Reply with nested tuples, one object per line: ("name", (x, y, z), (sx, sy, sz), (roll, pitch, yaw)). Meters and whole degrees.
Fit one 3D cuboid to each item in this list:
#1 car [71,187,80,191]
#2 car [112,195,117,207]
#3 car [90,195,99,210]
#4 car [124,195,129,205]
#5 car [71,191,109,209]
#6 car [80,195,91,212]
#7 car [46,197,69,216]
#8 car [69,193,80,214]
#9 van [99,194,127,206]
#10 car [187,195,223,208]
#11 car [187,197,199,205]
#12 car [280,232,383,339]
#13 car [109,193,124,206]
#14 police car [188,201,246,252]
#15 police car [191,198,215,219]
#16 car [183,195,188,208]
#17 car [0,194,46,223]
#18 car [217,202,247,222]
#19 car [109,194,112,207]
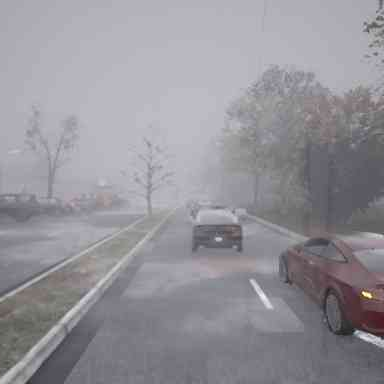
("car", (-31.148, -0.340, 88.767), (2.435, 2.045, 5.566), (6, -3, -19))
("car", (-13.761, 1.535, 47.980), (4.674, 1.452, 2.002), (-1, 0, -20))
("car", (-13.812, 1.489, 38.960), (4.792, 1.488, 2.163), (-1, 0, -20))
("car", (-13.708, 1.268, 54.014), (5.566, 2.045, 2.435), (-1, -1, -20))
("car", (-13.812, 1.220, 41.964), (5.566, 2.045, 2.435), (-1, 0, -20))
("car", (-13.797, 1.451, 35.975), (4.892, 1.521, 2.231), (-1, 0, -20))
("car", (-13.766, 1.308, 29.980), (4.553, 1.767, 2.185), (-1, 0, -20))
("car", (-13.826, 1.316, 32.966), (4.553, 1.767, 2.185), (-1, 0, -20))
("van", (-13.592, 1.305, 57.050), (4.442, 1.987, 1.878), (-1, -1, -19))
("car", (0.906, 1.288, 23.661), (2.097, 1.767, 4.553), (0, 0, 0))
("car", (0.200, 1.605, 62.803), (2.033, 1.411, 5.357), (0, 0, 1))
("car", (3.103, 1.501, 6.485), (1.812, 1.442, 4.674), (0, 0, 0))
("car", (-13.781, 1.256, 50.978), (5.566, 2.045, 2.435), (-1, 0, -20))
("police car", (0.904, 1.376, 13.793), (1.930, 1.638, 5.238), (0, 0, 0))
("police car", (0.908, 1.367, 29.805), (1.930, 1.638, 5.238), (0, 0, 0))
("car", (0.037, 1.552, 48.273), (2.033, 1.411, 5.357), (0, 0, 0))
("car", (-13.828, 1.178, 23.953), (5.566, 2.045, 2.435), (-1, 0, -20))
("car", (3.108, 1.539, 26.896), (1.895, 1.301, 4.718), (0, 0, 0))
("car", (-13.951, 1.482, 44.913), (5.366, 1.575, 1.946), (-1, 0, -20))
